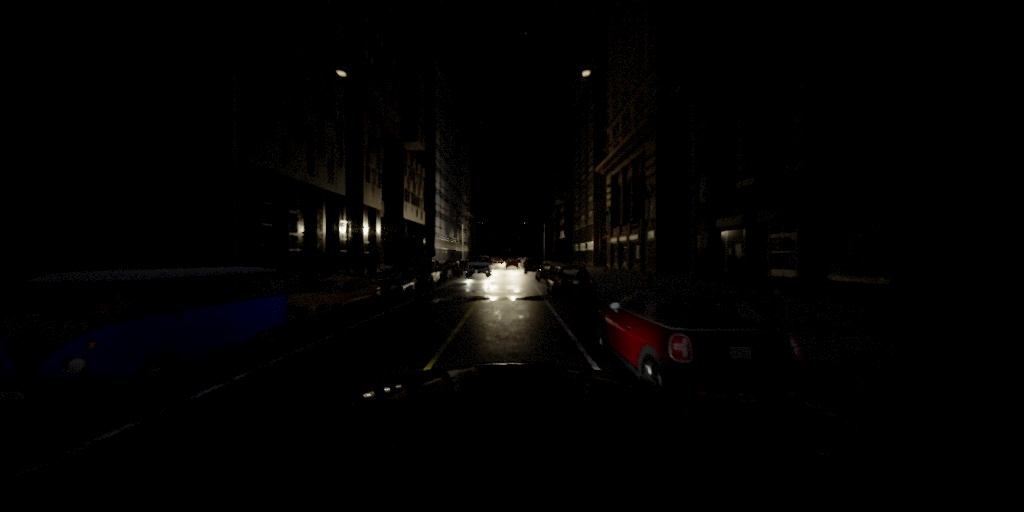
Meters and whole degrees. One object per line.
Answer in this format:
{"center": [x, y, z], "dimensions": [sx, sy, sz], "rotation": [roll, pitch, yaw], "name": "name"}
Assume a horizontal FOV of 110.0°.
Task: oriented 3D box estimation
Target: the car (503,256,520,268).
{"center": [0.013, 1.090, 59.193], "dimensions": [2.097, 1.767, 4.553], "rotation": [0, 0, 0], "name": "car"}

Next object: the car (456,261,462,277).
{"center": [-5.756, 1.177, 34.251], "dimensions": [1.967, 1.591, 4.097], "rotation": [0, 0, 0], "name": "car"}

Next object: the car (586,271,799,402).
{"center": [2.764, 1.188, 6.254], "dimensions": [1.967, 1.591, 4.097], "rotation": [0, 0, 0], "name": "car"}

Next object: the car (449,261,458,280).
{"center": [-5.757, 1.321, 28.649], "dimensions": [1.802, 1.307, 4.207], "rotation": [0, 0, 0], "name": "car"}

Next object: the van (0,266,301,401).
{"center": [-5.762, 1.089, 6.241], "dimensions": [1.690, 1.789, 3.998], "rotation": [0, 0, 0], "name": "van"}

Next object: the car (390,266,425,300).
{"center": [-5.759, 1.325, 17.444], "dimensions": [1.802, 1.307, 4.207], "rotation": [0, 0, 0], "name": "car"}

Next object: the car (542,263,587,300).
{"center": [2.766, 1.183, 17.457], "dimensions": [1.967, 1.591, 4.097], "rotation": [0, 0, 0], "name": "car"}

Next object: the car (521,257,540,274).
{"center": [2.395, 1.089, 40.171], "dimensions": [2.097, 1.767, 4.553], "rotation": [0, 0, 0], "name": "car"}

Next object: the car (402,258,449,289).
{"center": [-5.758, 1.055, 23.047], "dimensions": [2.192, 1.841, 5.009], "rotation": [0, 0, 0], "name": "car"}

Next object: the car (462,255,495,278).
{"center": [-3.088, 0.960, 33.933], "dimensions": [2.150, 2.045, 5.566], "rotation": [0, 0, 0], "name": "car"}

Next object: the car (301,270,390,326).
{"center": [-5.760, 1.271, 11.673], "dimensions": [1.751, 1.417, 4.829], "rotation": [0, 0, 0], "name": "car"}

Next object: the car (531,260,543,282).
{"center": [2.768, 1.264, 28.832], "dimensions": [1.751, 1.417, 4.829], "rotation": [0, 0, 0], "name": "car"}

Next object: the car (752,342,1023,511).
{"center": [2.762, 1.333, 0.653], "dimensions": [1.802, 1.307, 4.207], "rotation": [0, 0, 0], "name": "car"}
